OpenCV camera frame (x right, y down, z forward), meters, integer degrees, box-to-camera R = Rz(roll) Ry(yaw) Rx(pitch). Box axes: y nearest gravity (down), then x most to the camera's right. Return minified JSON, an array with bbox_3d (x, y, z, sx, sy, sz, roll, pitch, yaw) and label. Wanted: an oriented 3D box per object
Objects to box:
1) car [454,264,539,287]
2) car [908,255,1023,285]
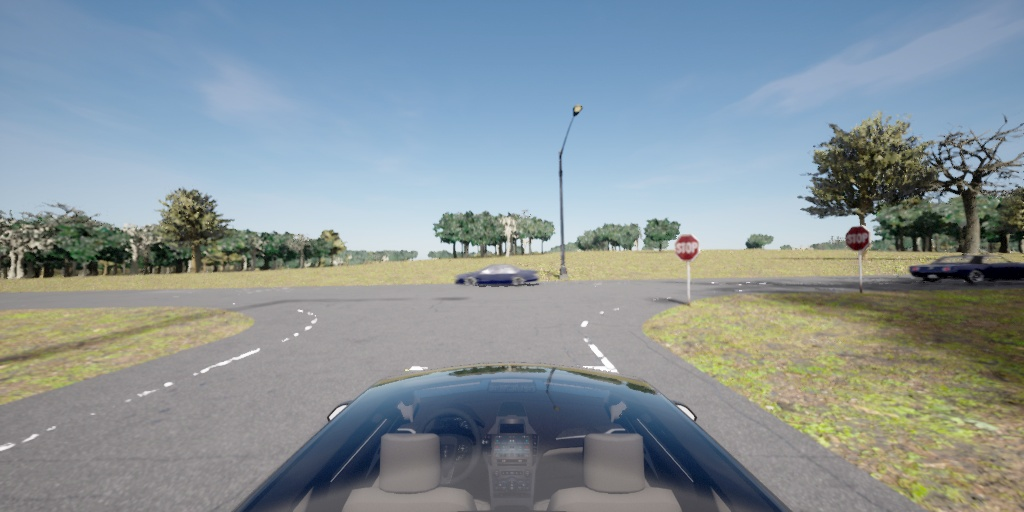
[{"bbox_3d":[-0.941,1.250,23.076,5.357,1.411,2.033,-1,0,-1],"label":"car"},{"bbox_3d":[21.535,0.606,16.533,4.718,1.301,1.895,-1,-2,-1],"label":"car"}]
